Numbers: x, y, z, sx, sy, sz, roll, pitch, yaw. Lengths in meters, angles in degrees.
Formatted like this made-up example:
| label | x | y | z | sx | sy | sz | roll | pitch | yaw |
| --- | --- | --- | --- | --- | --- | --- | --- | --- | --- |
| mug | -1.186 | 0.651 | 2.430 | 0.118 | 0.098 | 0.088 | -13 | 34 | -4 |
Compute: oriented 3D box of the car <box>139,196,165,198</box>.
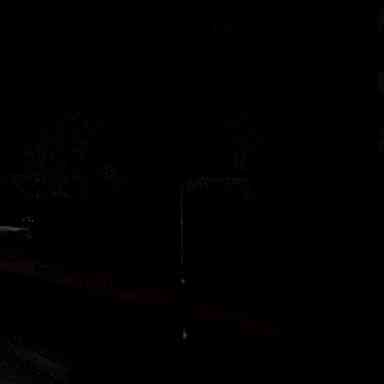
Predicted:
| label | x | y | z | sx | sy | sz | roll | pitch | yaw |
| --- | --- | --- | --- | --- | --- | --- | --- | --- | --- |
| car | -4.638 | 1.404 | 33.398 | 2.150 | 2.045 | 5.566 | -1 | 0 | 37 |

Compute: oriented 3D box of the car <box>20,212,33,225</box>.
| label | x | y | z | sx | sy | sz | roll | pitch | yaw |
| --- | --- | --- | --- | --- | --- | --- | --- | --- | --- |
| car | -10.429 | 1.687 | 25.257 | 1.837 | 1.490 | 4.892 | -1 | 0 | 35 |
